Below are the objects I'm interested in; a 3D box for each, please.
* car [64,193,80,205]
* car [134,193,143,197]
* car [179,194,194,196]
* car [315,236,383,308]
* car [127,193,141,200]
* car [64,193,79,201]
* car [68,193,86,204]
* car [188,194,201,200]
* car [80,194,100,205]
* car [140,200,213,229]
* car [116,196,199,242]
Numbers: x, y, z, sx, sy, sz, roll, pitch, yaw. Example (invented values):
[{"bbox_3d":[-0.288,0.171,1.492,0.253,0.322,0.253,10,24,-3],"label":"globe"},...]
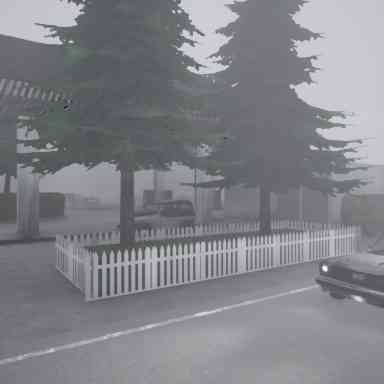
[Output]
[{"bbox_3d":[-19.283,1.077,51.859,1.905,1.878,3.866,0,0,-34],"label":"car"},{"bbox_3d":[-10.080,1.298,66.501,2.007,1.523,4.514,0,0,-34],"label":"car"},{"bbox_3d":[-1.715,1.319,71.967,1.845,1.501,3.633,0,0,-34],"label":"car"},{"bbox_3d":[4.828,1.601,7.153,4.718,1.301,1.895,0,0,-33],"label":"car"},{"bbox_3d":[-14.942,1.097,85.465,1.932,1.855,4.605,0,0,-34],"label":"car"},{"bbox_3d":[-27.821,1.153,76.477,2.152,1.636,5.027,0,0,-34],"label":"car"},{"bbox_3d":[-20.871,1.097,60.237,1.932,1.855,4.605,0,0,-34],"label":"car"},{"bbox_3d":[0.648,1.373,95.582,1.845,1.501,3.633,0,0,-34],"label":"car"},{"bbox_3d":[-16.171,1.361,53.180,1.970,1.475,3.806,0,0,-34],"label":"car"},{"bbox_3d":[-1.021,1.480,23.174,4.611,1.667,2.242,0,0,-34],"label":"car"},{"bbox_3d":[-1.524,1.313,16.060,3.866,1.878,1.905,0,0,-34],"label":"car"}]
